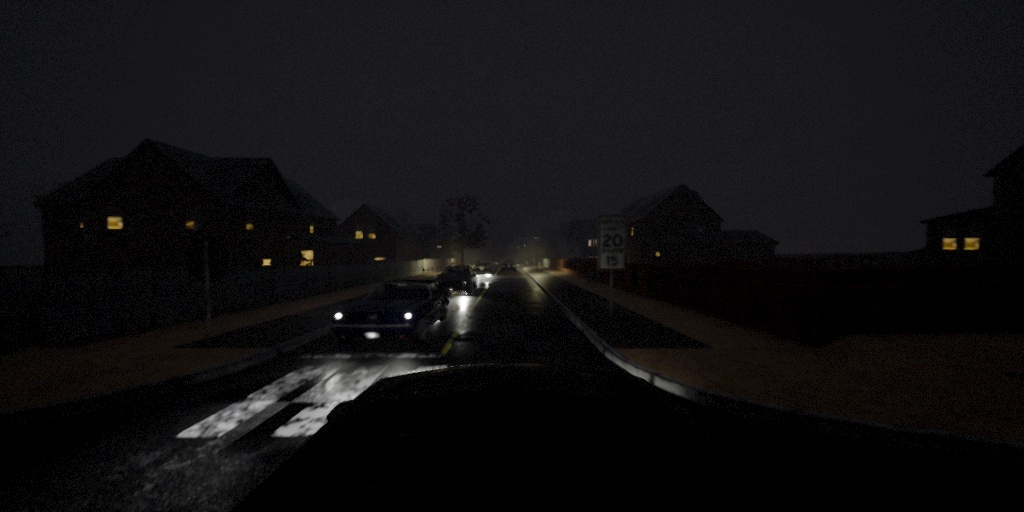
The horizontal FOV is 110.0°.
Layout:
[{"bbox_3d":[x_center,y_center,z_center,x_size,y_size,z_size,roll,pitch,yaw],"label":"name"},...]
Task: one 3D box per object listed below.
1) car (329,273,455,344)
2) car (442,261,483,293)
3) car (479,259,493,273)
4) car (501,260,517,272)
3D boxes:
[{"bbox_3d":[-2.900,1.317,9.599,1.895,1.301,4.718,0,0,0],"label":"car"},{"bbox_3d":[-2.999,1.219,20.140,2.033,1.411,5.357,0,0,-1],"label":"car"},{"bbox_3d":[-3.151,1.129,40.238,2.128,1.511,4.902,0,0,0],"label":"car"},{"bbox_3d":[-0.362,1.181,42.389,2.033,1.411,5.357,0,0,-1],"label":"car"}]
